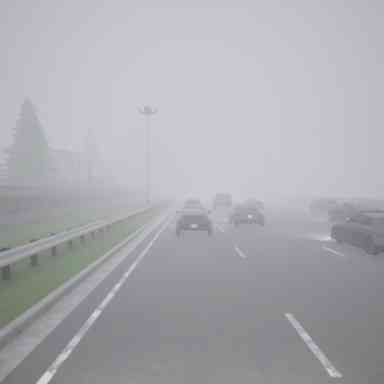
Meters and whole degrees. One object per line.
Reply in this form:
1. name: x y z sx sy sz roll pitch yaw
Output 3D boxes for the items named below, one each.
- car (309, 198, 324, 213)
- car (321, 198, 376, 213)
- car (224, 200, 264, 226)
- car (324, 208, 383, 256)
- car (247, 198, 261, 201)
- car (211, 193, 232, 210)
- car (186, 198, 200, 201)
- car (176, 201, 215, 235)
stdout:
1. car: 14.097 1.377 35.572 2.128 1.511 4.902 0 0 0
2. car: 10.597 1.407 21.897 1.882 1.535 5.008 0 0 0
3. car: 3.597 1.490 22.654 1.994 1.385 4.181 0 0 0
4. car: 7.098 1.522 12.948 1.994 1.385 4.181 0 0 0
5. car: 7.083 1.402 38.535 1.812 1.442 4.674 0 0 0
6. car: 3.596 1.095 40.127 2.150 2.045 5.566 0 1 0
7. car: 0.098 1.386 36.822 1.837 1.490 4.892 0 0 0
8. car: 0.099 1.466 18.404 1.812 1.442 4.674 0 0 0
